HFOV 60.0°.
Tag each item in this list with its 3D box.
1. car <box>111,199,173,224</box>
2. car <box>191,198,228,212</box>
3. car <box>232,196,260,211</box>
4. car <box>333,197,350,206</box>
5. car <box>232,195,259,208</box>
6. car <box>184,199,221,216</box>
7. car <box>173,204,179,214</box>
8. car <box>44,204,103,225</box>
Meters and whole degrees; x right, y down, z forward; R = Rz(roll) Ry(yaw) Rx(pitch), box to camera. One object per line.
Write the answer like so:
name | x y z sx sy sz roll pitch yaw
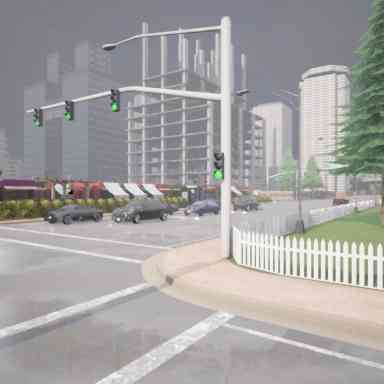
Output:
car | -3.892 1.352 25.140 2.097 1.767 4.553 0 0 34
car | 2.223 1.547 40.411 2.033 1.411 5.357 0 0 34
car | 6.696 1.505 40.759 1.837 1.490 4.892 0 0 34
car | 24.103 1.478 53.649 1.882 1.535 5.008 0 0 34
car | 7.927 1.352 48.764 2.097 1.767 4.553 0 0 35
car | 1.060 1.526 32.433 1.812 1.442 4.674 0 0 34
car | -3.423 1.547 32.076 2.033 1.411 5.357 0 0 34
car | -8.606 1.564 24.422 1.994 1.385 4.181 0 0 34
